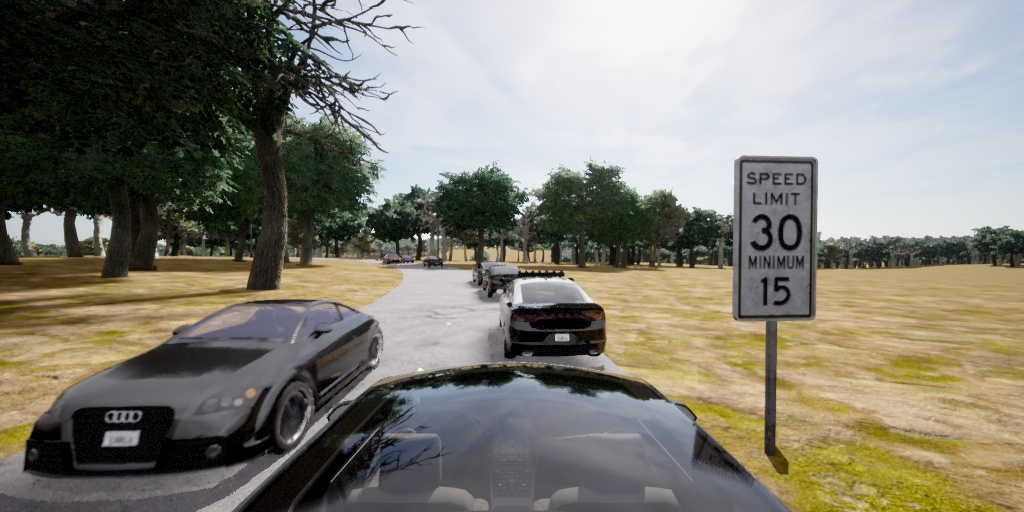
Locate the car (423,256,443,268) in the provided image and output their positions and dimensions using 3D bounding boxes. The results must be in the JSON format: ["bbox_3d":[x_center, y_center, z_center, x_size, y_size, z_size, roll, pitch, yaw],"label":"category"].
[{"bbox_3d":[-10.585,0.711,47.798,1.882,1.535,5.008,0,1,-25],"label":"car"}]

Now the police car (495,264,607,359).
[{"bbox_3d":[0.676,1.169,8.625,1.930,1.638,5.238,0,0,-4],"label":"police car"}]

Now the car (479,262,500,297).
[{"bbox_3d":[-0.472,1.177,18.665,1.882,1.535,5.008,0,1,-9],"label":"car"}]

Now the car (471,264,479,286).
[{"bbox_3d":[-1.614,1.146,24.688,1.837,1.490,4.892,0,1,-12],"label":"car"}]

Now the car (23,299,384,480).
[{"bbox_3d":[-3.289,1.315,4.932,1.994,1.385,4.181,0,0,-2],"label":"car"}]

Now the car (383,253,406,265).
[{"bbox_3d":[-18.518,0.431,55.629,2.097,1.767,4.553,-1,1,-31],"label":"car"}]

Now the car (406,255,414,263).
[{"bbox_3d":[-18.431,0.524,61.886,1.994,1.385,4.181,-1,1,-35],"label":"car"}]
